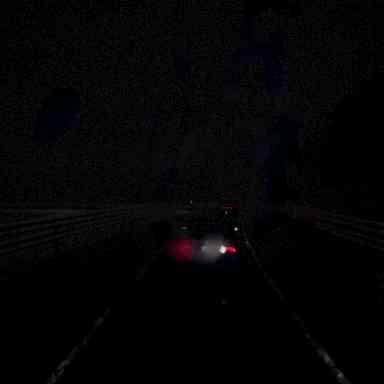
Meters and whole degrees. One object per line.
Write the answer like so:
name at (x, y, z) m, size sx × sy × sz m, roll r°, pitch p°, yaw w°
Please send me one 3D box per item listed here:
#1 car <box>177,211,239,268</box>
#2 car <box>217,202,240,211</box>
car at (0.620, 1.604, 11.452) m, size 2.033 × 1.411 × 5.357 m, roll 0°, pitch 0°, yaw 4°
car at (3.550, 1.679, 32.257) m, size 2.128 × 1.511 × 4.902 m, roll -1°, pitch -1°, yaw 11°
